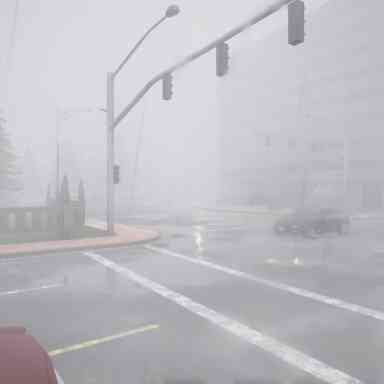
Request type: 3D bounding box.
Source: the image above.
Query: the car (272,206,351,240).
[{"bbox_3d":[6.154,1.483,16.955,4.892,1.490,1.837,0,0,-35],"label":"car"}]

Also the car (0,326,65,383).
[{"bbox_3d":[-3.061,1.601,1.596,4.718,1.301,1.895,0,0,-35],"label":"car"}]
